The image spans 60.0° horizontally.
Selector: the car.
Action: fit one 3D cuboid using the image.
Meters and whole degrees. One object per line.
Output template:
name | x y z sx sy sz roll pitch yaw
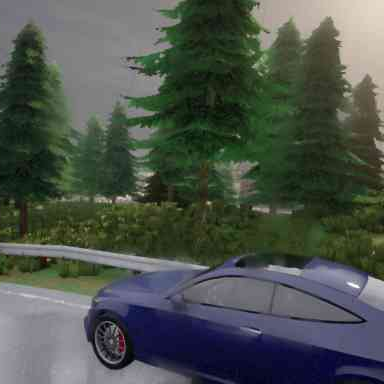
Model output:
car | 0.771 1.499 4.088 4.674 1.442 1.812 1 1 31
